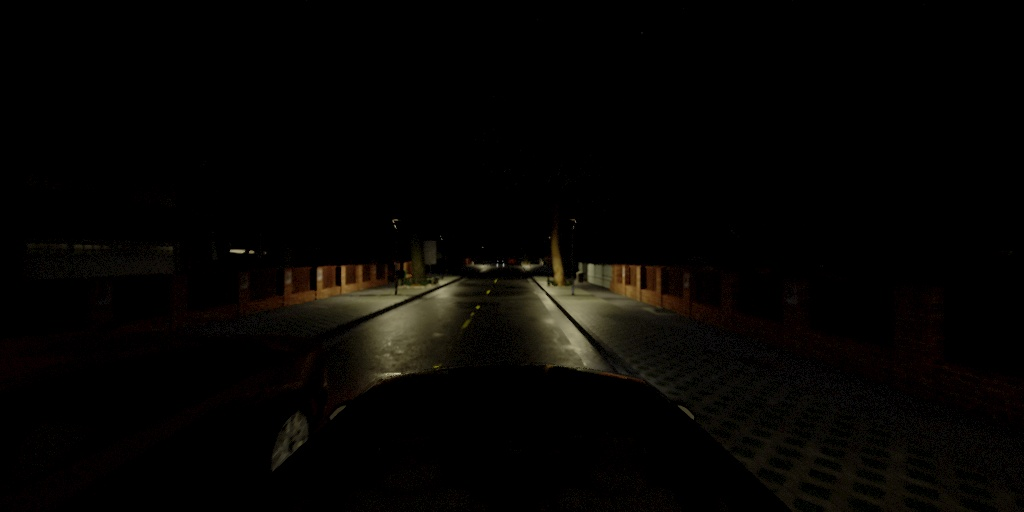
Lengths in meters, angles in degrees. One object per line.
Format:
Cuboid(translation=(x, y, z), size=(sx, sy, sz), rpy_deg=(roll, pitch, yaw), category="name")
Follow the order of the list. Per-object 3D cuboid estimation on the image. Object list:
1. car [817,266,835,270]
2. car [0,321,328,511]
Cuboid(translation=(36.621, 1.896, 42.196), size=(4.674, 1.442, 1.812), rpy_deg=(0, 0, 0), category="car")
Cuboid(translation=(-2.850, 1.227, 1.689), size=(1.882, 1.535, 5.008), rpy_deg=(0, 0, 0), category="car")
